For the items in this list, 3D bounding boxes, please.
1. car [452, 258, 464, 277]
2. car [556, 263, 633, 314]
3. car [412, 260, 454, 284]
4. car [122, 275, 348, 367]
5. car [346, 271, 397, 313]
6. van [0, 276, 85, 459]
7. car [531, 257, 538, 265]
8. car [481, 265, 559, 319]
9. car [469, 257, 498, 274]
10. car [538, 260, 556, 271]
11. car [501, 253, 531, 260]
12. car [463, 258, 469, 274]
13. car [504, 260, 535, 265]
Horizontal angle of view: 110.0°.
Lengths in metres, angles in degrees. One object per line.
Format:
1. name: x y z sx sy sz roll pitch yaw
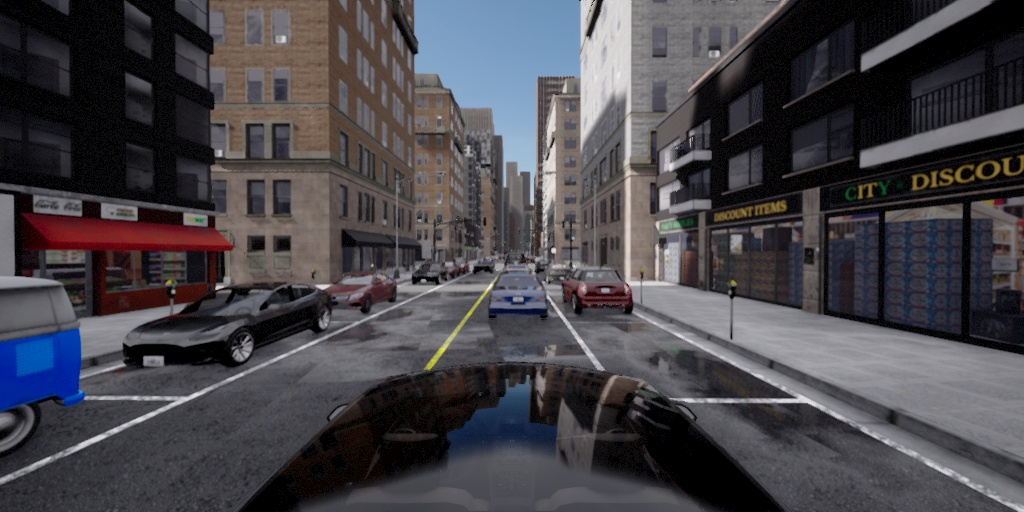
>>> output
1. car: -5.385 1.091 29.828 1.802 1.307 4.207 0 0 1
2. car: 2.967 1.090 13.236 1.967 1.591 4.097 0 0 1
3. car: -5.442 1.122 24.327 1.948 1.339 4.313 0 0 1
4. car: -5.616 1.263 7.825 1.948 1.339 4.313 0 0 1
5. car: -5.558 1.232 13.326 1.802 1.307 4.207 0 0 1
6. van: -5.674 1.086 2.324 1.690 1.789 3.998 0 0 1
7. car: 3.199 1.029 35.239 1.948 1.339 4.313 0 0 1
8. car: 0.201 1.206 12.298 2.033 1.411 5.357 0 1 1
9. car: -2.673 1.067 35.043 1.895 1.301 4.718 0 0 1
10. car: 3.083 1.107 24.237 2.007 1.370 4.403 0 0 1
11. car: 0.338 0.696 34.001 2.150 2.045 5.566 0 0 0
12. car: -5.326 0.903 35.329 1.967 1.591 4.097 0 0 1
13. car: 0.323 1.159 23.972 1.895 1.301 4.718 0 0 1
